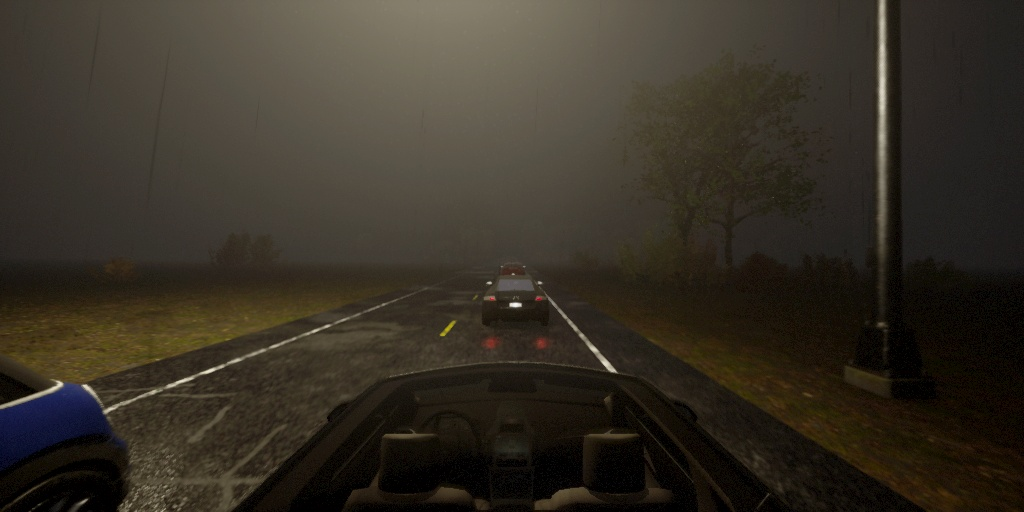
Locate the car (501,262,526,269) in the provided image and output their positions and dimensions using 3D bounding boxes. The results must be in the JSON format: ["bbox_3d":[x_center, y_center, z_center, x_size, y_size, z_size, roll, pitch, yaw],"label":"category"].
[{"bbox_3d":[0.097,1.222,29.656,1.882,1.535,5.008,0,0,0],"label":"car"}]

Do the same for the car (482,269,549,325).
[{"bbox_3d":[0.099,1.313,11.852,1.994,1.385,4.181,0,0,0],"label":"car"}]

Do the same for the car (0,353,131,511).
[{"bbox_3d":[-3.599,1.102,0.387,2.097,1.767,4.553,0,0,0],"label":"car"}]
